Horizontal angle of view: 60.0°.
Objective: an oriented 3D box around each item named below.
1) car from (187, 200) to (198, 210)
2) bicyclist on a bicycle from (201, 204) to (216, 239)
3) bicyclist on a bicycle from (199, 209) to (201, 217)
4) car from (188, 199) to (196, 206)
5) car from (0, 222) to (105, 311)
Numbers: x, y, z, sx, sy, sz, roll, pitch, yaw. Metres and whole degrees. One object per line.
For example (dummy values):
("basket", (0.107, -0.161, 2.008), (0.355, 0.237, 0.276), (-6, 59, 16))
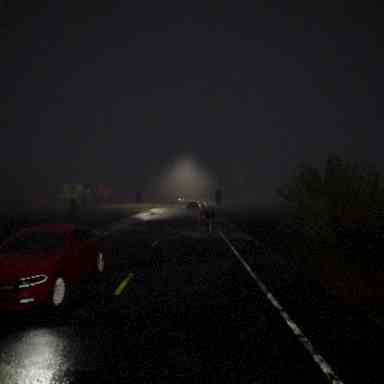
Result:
("car", (0.096, 2.267, 56.528), (1.994, 1.385, 4.181), (0, -1, 0))
("bicyclist on a bicycle", (0.965, 1.594, 17.847), (0.659, 1.776, 1.843), (0, 0, 0))
("bicyclist on a bicycle", (0.948, 1.778, 27.293), (0.866, 1.612, 1.509), (0, -1, 0))
("car", (0.008, 2.315, 73.562), (1.895, 1.301, 4.718), (0, 1, 0))
("car", (-3.600, 1.583, 8.313), (1.882, 1.535, 5.008), (0, 0, 0))
